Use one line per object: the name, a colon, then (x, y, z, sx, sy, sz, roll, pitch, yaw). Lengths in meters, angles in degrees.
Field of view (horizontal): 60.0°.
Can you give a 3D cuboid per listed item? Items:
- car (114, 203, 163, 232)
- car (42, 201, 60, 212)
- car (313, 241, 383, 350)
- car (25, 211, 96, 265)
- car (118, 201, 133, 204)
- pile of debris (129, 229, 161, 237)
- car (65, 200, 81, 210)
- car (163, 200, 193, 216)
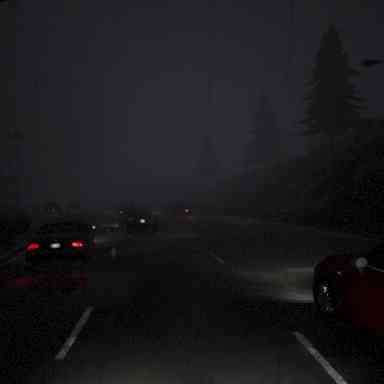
car: (-3.494, 1.655, 20.975, 1.994, 1.385, 4.181, -1, 0, -19)
car: (-19.031, 1.953, 45.086, 1.837, 1.490, 4.892, -1, 0, -27)
car: (3.397, 1.281, 4.400, 2.097, 1.767, 4.553, -1, 0, -4)
car: (-4.653, 1.658, 12.279, 2.033, 1.411, 5.357, -1, 0, -14)
car: (-7.496, 1.756, 37.999, 1.994, 1.385, 4.181, -1, 0, -27)
pile of debris: (-2.634, 2.247, 18.384, 1.500, 0.140, 1.860, -1, 0, -17)
car: (-18.436, 1.932, 51.540, 2.128, 1.511, 4.902, -1, 0, -27)
car: (-1.585, 1.566, 34.164, 1.837, 1.490, 4.892, 0, 0, -27)
